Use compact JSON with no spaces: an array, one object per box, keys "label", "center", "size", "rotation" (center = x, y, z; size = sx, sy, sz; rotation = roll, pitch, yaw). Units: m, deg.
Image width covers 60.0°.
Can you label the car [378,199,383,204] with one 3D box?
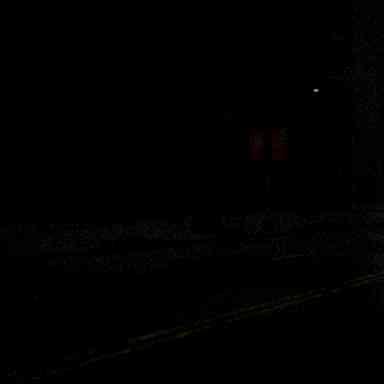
[{"label":"car","center":[44.901,2.231,76.101],"size":[1.802,1.307,4.206],"rotation":[0,0,-35]}]
